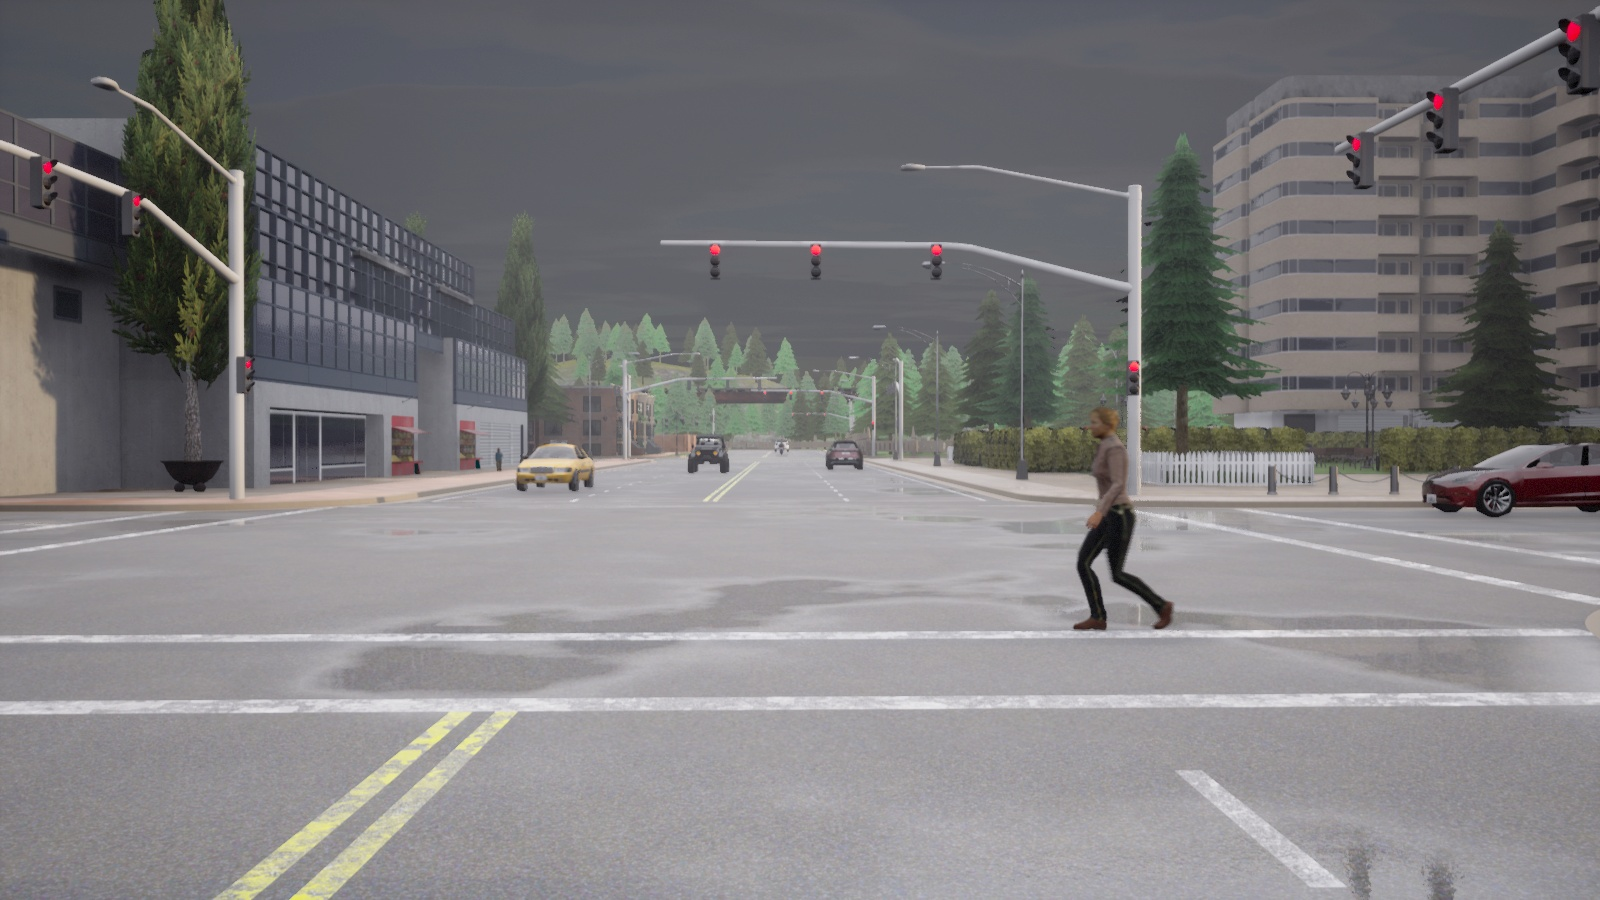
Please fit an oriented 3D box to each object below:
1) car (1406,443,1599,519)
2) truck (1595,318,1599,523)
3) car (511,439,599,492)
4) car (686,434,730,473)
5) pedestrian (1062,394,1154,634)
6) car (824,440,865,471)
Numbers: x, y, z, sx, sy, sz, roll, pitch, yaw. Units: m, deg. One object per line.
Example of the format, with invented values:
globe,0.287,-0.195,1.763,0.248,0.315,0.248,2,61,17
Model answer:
car,15.302,0.603,25.652,4.792,1.488,2.163,0,0,-1
truck,19.204,-0.537,22.209,8.468,3.827,2.891,0,0,-1
car,-7.675,0.438,39.774,1.801,1.575,5.366,0,0,-1
car,-4.478,0.165,61.638,1.905,1.878,3.866,0,0,-1
pedestrian,2.395,0.489,9.799,0.634,1.846,0.331,0,0,1
car,2.416,0.258,69.366,2.033,1.649,4.856,0,0,-1
